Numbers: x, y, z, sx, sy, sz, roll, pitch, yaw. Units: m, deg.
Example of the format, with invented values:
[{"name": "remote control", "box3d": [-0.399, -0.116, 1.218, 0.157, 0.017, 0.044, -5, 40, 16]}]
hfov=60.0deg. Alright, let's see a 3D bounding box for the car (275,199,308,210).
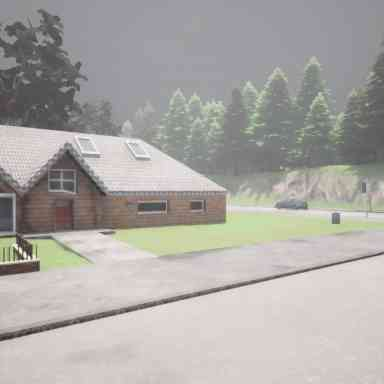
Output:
[{"name": "car", "box3d": [12.665, 1.564, 42.439, 1.994, 1.385, 4.181, 0, 0, -35]}]
